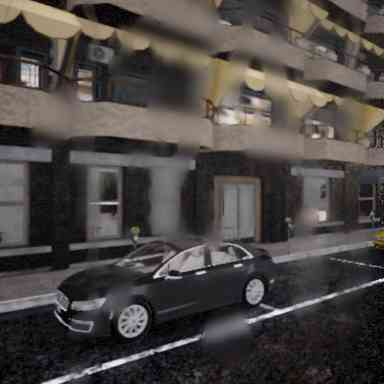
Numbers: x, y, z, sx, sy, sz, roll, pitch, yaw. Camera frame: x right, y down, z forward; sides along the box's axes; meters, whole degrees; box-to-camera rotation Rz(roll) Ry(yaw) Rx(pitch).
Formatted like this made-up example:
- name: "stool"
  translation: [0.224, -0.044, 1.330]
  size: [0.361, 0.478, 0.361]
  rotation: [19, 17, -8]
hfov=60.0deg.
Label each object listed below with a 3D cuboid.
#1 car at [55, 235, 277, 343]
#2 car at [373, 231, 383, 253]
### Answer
- name: "car"
  translation: [-0.258, 1.565, 6.374]
  size: [4.403, 1.369, 2.008]
  rotation: [0, 0, -35]
- name: "car"
  translation: [8.801, 1.586, 12.835]
  size: [4.829, 1.417, 1.752]
  rotation: [0, 0, -35]
